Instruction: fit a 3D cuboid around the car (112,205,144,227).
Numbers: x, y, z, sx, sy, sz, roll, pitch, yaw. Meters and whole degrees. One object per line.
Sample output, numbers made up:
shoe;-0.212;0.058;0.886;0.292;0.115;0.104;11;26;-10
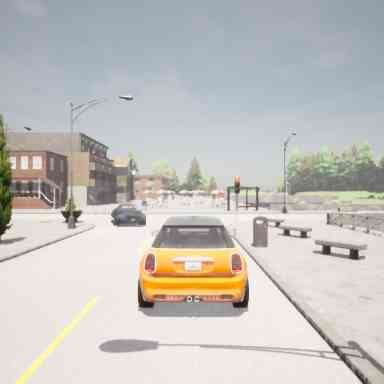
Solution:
car;-4.349;1.563;22.815;1.994;1.385;4.181;0;0;-19

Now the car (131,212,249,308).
car;0.042;1.352;8.097;2.097;1.767;4.553;0;0;1
